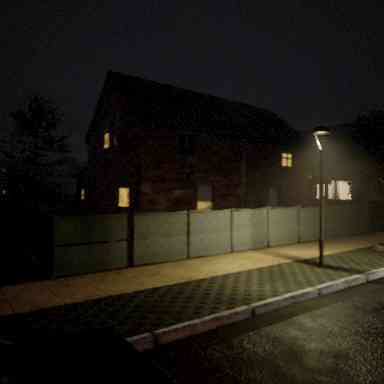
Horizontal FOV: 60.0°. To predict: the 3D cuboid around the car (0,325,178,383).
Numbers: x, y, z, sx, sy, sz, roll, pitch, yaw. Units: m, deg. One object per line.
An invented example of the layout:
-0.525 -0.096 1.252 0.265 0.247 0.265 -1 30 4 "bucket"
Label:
-2.217 1.603 1.486 4.718 1.301 1.895 0 0 -35 "car"
